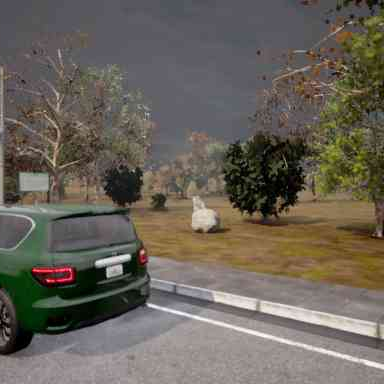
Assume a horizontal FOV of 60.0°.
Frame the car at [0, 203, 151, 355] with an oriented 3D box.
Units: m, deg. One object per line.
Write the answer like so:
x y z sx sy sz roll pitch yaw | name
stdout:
-3.297 1.222 6.320 5.566 2.045 2.150 0 0 35 | car
